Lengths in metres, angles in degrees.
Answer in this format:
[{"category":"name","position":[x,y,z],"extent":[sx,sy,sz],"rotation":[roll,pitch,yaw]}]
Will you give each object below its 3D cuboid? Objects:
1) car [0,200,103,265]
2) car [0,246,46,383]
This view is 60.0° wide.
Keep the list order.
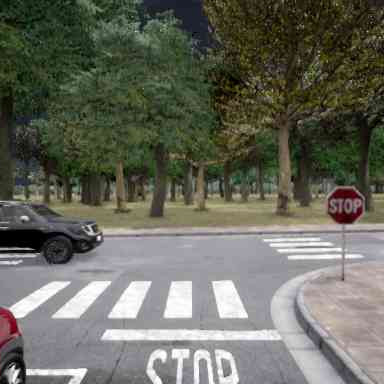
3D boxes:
[{"category":"car","position":[-5.998,1.312,11.480],"extent":[5.566,2.045,2.150],"rotation":[-1,1,0]},{"category":"car","position":[-2.650,1.437,1.667],"extent":[1.967,1.590,4.097],"rotation":[-1,0,0]}]
